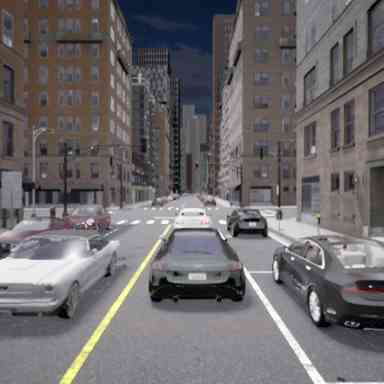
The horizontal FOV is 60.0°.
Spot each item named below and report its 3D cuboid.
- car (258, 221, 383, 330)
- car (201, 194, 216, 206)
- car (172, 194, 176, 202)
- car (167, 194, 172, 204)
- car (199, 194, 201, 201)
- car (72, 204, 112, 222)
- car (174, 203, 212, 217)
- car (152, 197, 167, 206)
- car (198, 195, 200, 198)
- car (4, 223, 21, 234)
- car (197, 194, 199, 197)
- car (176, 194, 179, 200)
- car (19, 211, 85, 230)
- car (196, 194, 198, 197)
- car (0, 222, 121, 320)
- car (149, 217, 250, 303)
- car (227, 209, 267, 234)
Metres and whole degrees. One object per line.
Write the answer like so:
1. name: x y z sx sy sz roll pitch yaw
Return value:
1. car: 2.863 1.548 6.812 2.008 1.369 4.403 0 0 0
2. car: 2.952 1.455 54.905 1.967 1.590 4.097 0 0 0
3. car: -5.494 1.594 81.800 1.752 1.417 4.829 0 0 0
4. car: -5.541 1.581 65.744 2.008 1.369 4.403 0 0 0
5. car: 2.984 1.581 65.722 2.008 1.369 4.403 0 0 0
6. car: -5.650 1.434 17.825 1.967 1.590 4.097 0 0 0
7. car: 0.054 1.520 17.037 1.812 1.442 4.674 0 0 1
8. car: -5.573 1.597 54.927 1.802 1.307 4.206 0 0 0
9. car: 3.015 1.495 76.540 1.967 1.590 4.097 0 0 0
10. car: -5.662 1.563 6.822 1.947 1.339 4.313 0 0 0
11. car: 3.047 1.527 87.358 1.967 1.590 4.097 0 0 0
12. car: -5.463 1.421 92.788 2.192 1.841 5.009 0 0 0
13. car: -5.656 1.577 12.323 1.802 1.307 4.206 0 0 0
14. car: 3.062 1.421 92.768 2.192 1.841 5.009 0 0 0
15. car: -2.992 1.598 7.435 1.895 1.301 4.718 0 0 0
16. car: 0.092 1.561 8.279 1.994 1.385 4.181 0 0 0
17. car: 2.876 1.560 17.814 1.947 1.339 4.313 0 0 0
